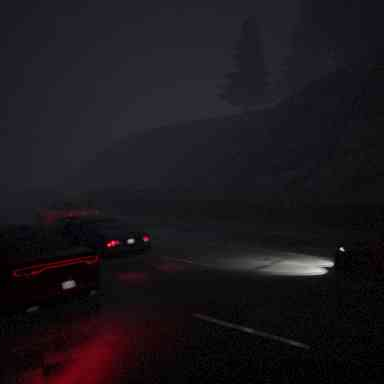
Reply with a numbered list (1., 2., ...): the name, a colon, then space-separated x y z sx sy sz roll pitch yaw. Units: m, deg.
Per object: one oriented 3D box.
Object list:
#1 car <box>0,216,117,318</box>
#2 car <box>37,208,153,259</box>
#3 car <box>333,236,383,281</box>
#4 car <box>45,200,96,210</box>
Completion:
1. car: -4.063 1.441 7.319 5.008 1.535 1.882 0 0 39
2. car: -3.731 1.504 11.526 5.357 1.411 2.033 0 0 40
3. car: 5.913 1.581 8.476 4.181 1.385 1.994 0 0 36
4. car: -7.321 1.272 19.505 4.553 1.767 2.097 0 0 43
